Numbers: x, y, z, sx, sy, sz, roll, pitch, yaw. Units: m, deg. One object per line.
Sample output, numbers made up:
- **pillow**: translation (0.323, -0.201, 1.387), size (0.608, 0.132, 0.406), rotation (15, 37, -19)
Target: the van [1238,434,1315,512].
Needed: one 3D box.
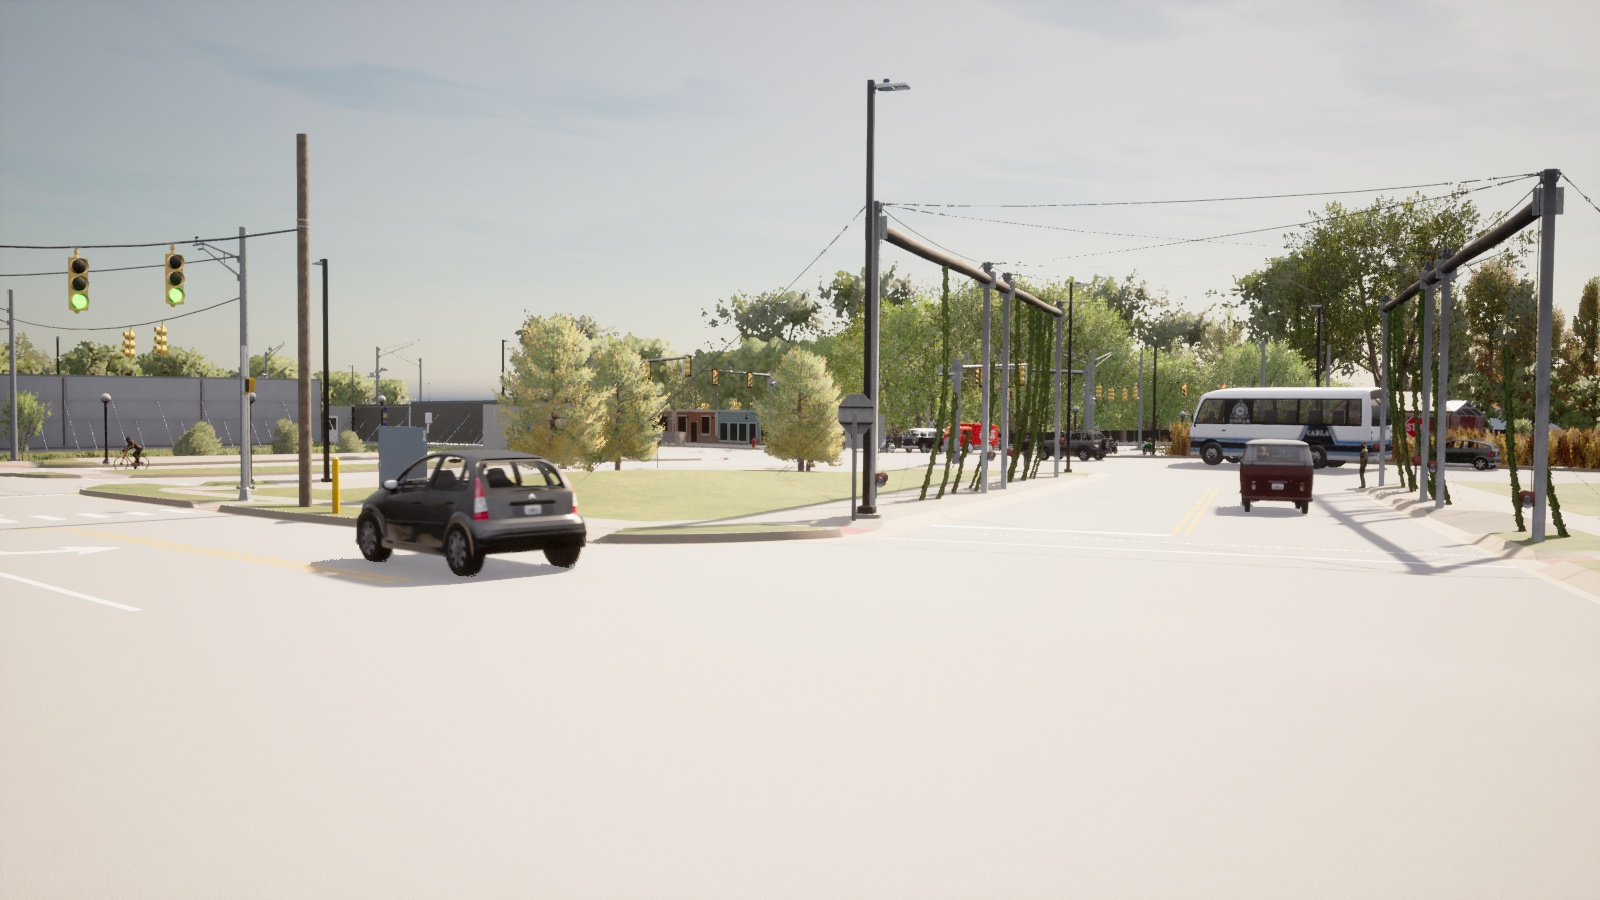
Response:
- **van**: translation (13.210, 0.571, 35.004), size (1.775, 1.987, 4.442), rotation (1, 1, 18)

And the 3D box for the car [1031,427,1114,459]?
- **car**: translation (16.627, -0.407, 76.758), size (4.605, 1.855, 1.932), rotation (0, 2, 44)

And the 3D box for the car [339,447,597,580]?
- **car**: translation (-4.782, 0.796, 17.768), size (1.851, 1.617, 3.988), rotation (-2, 1, -43)

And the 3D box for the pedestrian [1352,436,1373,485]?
- **pedestrian**: translation (22.309, 0.418, 49.778), size (0.692, 1.930, 0.396), rotation (1, 3, 29)

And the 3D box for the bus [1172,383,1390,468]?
- **bus**: translation (25.762, -1.439, 67.762), size (10.273, 4.253, 3.944), rotation (2, 4, 44)

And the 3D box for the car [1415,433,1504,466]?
- **car**: translation (34.011, -0.041, 64.822), size (3.705, 1.549, 1.789), rotation (2, 3, 44)

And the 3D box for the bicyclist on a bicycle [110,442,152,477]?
- **bicyclist on a bicycle**: translation (-31.950, 0.447, 60.015), size (0.582, 1.620, 1.656), rotation (1, 2, 39)
